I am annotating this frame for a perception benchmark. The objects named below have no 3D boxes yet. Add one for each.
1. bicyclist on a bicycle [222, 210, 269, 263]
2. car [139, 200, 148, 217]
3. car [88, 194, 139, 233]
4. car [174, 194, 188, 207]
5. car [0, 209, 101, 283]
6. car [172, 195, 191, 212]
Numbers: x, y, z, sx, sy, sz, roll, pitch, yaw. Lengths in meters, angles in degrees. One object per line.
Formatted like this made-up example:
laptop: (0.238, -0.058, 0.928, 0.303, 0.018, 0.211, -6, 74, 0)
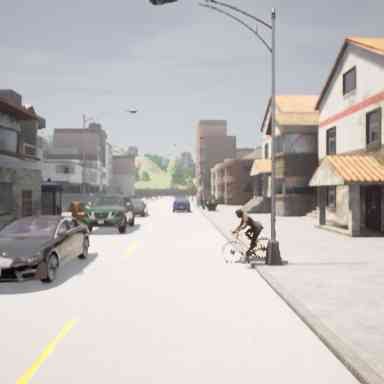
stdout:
bicyclist on a bicycle: (1.695, 1.353, 10.317, 1.656, 1.620, 0.582, -6, 0, -2)
car: (-5.049, 1.451, 29.943, 1.812, 1.442, 4.674, 0, 0, -2)
car: (-4.722, 1.172, 19.653, 2.150, 2.045, 5.566, 0, 0, -2)
car: (-1.614, 1.228, 49.692, 2.097, 1.767, 4.553, 0, 0, -1)
car: (-4.379, 1.468, 9.642, 2.128, 1.511, 4.902, 0, 0, -2)
car: (-1.145, 1.385, 36.525, 1.882, 1.535, 5.008, 0, 0, -2)
